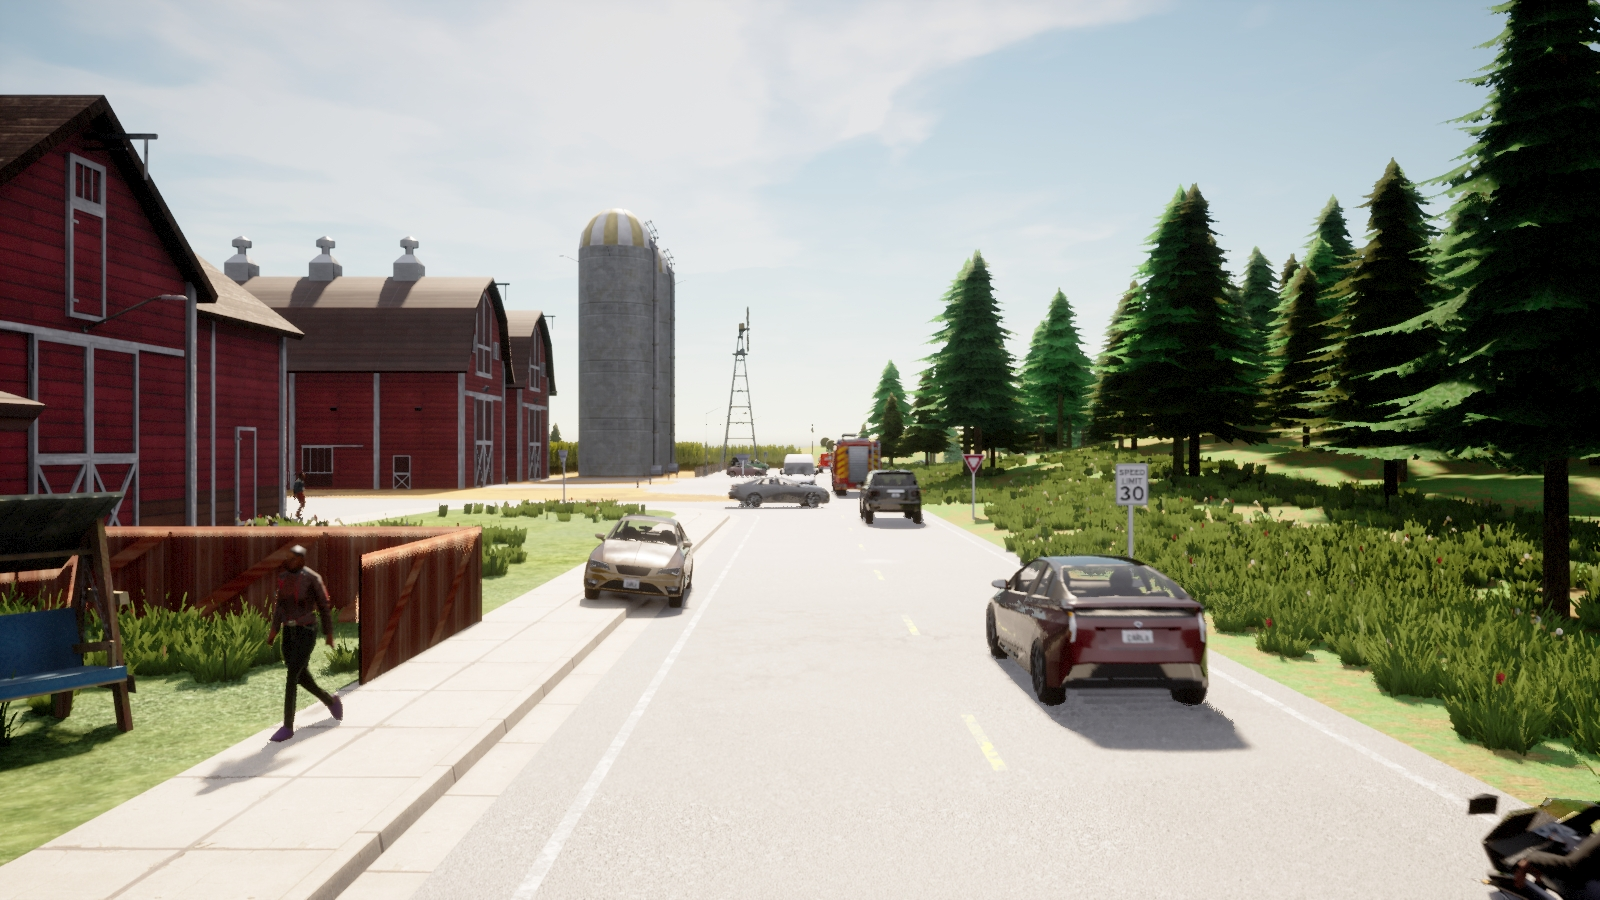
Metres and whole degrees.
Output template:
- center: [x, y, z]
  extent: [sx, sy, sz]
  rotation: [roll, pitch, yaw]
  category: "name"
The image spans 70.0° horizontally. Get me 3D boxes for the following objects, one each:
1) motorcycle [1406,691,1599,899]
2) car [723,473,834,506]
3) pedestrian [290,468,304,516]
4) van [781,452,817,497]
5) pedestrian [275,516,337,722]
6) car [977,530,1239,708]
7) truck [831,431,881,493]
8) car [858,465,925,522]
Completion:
- center: [3.530, 1.961, 4.729]
  extent: [0.867, 1.460, 2.209]
  rotation: [0, 0, 0]
  category: "motorcycle"
- center: [-1.034, 1.857, 54.496]
  extent: [4.902, 1.511, 2.128]
  rotation: [1, 0, -15]
  category: "car"
- center: [-19.480, 1.616, 44.254]
  extent: [0.375, 1.860, 0.375]
  rotation: [0, 0, -4]
  category: "pedestrian"
- center: [-0.034, 1.395, 68.566]
  extent: [1.988, 2.561, 5.915]
  rotation: [0, 0, 1]
  category: "van"
- center: [-4.609, 1.555, 10.665]
  extent: [0.375, 1.860, 0.375]
  rotation: [0, 0, 16]
  category: "pedestrian"
- center: [3.519, 1.900, 14.027]
  extent: [2.007, 1.525, 4.514]
  rotation: [0, 0, 0]
  category: "car"
- center: [3.559, 0.750, 74.518]
  extent: [2.891, 3.827, 8.468]
  rotation: [0, 0, 0]
  category: "truck"
- center: [3.549, 1.639, 45.260]
  extent: [2.150, 2.045, 5.566]
  rotation: [0, 0, 0]
  category: "car"
